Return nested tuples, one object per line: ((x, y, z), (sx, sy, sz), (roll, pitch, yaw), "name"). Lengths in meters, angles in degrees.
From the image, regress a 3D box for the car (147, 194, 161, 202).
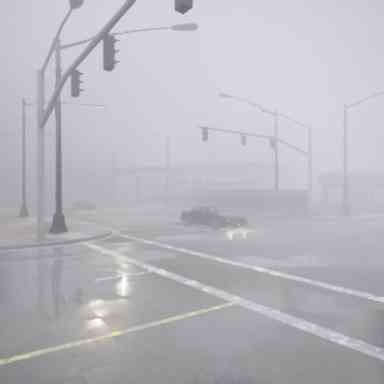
((-7.756, 1.379, 74.394), (4.611, 1.667, 2.242), (0, 0, -35), "car")

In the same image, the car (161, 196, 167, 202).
((-3.778, 1.534, 70.179), (3.806, 1.475, 1.970), (0, 0, -35), "car")

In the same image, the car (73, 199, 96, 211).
((-13.986, 1.625, 42.987), (1.812, 1.442, 4.674), (0, 0, -37), "car")

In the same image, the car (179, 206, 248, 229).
((1.278, 1.632, 22.525), (2.033, 1.411, 5.357), (0, 0, -37), "car")
